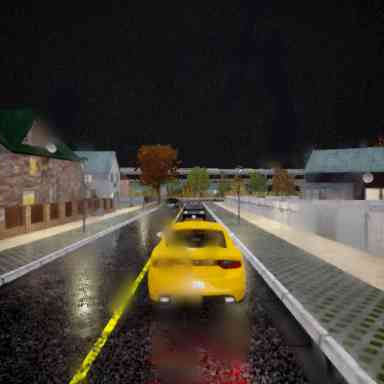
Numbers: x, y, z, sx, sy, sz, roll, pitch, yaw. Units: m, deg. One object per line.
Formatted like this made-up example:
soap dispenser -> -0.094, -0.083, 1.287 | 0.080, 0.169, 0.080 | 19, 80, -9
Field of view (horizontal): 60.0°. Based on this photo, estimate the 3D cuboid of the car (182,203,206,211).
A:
car -> 0.153, 1.589, 27.407 | 1.895, 1.301, 4.718 | 0, 0, 0

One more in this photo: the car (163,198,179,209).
car -> -2.651, 1.529, 44.577 | 1.812, 1.442, 4.674 | 0, 0, 0

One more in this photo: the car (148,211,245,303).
car -> 0.099, 1.471, 8.270 | 1.882, 1.535, 5.008 | 0, 0, 0
